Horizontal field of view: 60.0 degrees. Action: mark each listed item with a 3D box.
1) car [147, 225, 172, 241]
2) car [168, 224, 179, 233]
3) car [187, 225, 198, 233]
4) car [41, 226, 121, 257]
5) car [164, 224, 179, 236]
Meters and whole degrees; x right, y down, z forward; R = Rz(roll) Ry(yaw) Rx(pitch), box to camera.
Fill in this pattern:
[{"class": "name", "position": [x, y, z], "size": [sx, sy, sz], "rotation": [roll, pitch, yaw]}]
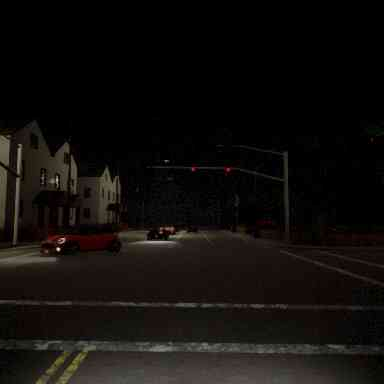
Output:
[{"class": "car", "position": [-3.534, 4.446, 35.268], "size": [1.994, 1.385, 4.181], "rotation": [0, -5, 0]}, {"class": "car", "position": [-3.455, 6.807, 62.276], "size": [1.837, 1.490, 4.892], "rotation": [0, -6, 1]}, {"class": "car", "position": [0.094, 6.472, 57.910], "size": [2.033, 1.411, 5.357], "rotation": [0, -5, 0]}, {"class": "car", "position": [-6.514, 2.827, 19.892], "size": [2.097, 1.767, 4.553], "rotation": [-5, -7, 37]}, {"class": "car", "position": [-3.507, 5.460, 48.976], "size": [2.097, 1.767, 4.553], "rotation": [0, -5, 0]}]
